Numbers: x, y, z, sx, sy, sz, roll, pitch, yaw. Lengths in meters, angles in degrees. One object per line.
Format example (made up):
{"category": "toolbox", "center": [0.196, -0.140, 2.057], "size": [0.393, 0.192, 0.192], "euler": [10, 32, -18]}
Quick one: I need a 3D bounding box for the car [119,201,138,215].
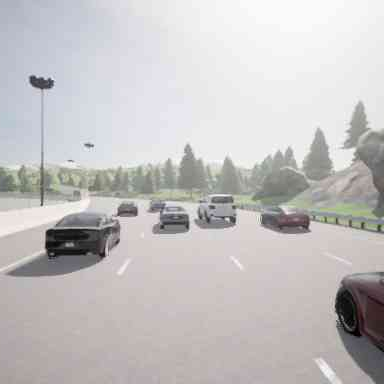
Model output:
{"category": "car", "center": [-6.447, 1.578, 33.554], "size": [1.994, 1.385, 4.181], "euler": [0, 0, -10]}

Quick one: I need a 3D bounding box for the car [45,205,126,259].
{"category": "car", "center": [-3.942, 1.486, 12.767], "size": [1.882, 1.535, 5.008], "euler": [0, 0, -4]}

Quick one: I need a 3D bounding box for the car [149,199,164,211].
{"category": "car", "center": [-4.240, 1.557, 40.915], "size": [2.033, 1.411, 5.357], "euler": [0, 0, -12]}

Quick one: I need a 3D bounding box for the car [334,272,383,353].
{"category": "car", "center": [3.453, 1.557, 4.013], "size": [1.994, 1.385, 4.181], "euler": [0, 0, -1]}

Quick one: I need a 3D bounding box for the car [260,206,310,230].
{"category": "car", "center": [5.842, 1.554, 21.264], "size": [1.994, 1.385, 4.181], "euler": [0, 0, -6]}

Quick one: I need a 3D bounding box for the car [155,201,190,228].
{"category": "car", "center": [-1.225, 1.551, 21.972], "size": [2.033, 1.411, 5.357], "euler": [0, 0, -6]}

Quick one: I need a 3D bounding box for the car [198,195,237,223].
{"category": "car", "center": [1.855, 1.219, 25.538], "size": [2.150, 2.045, 5.566], "euler": [0, 0, -7]}
